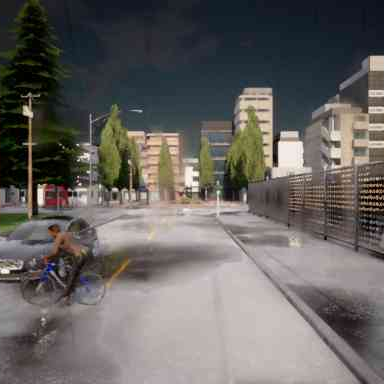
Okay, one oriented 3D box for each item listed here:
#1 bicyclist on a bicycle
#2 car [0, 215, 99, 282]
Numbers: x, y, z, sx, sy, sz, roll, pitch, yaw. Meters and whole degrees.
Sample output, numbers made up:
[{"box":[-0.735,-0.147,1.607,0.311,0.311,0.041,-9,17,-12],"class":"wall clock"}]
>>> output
[{"box":[-2.516,1.452,6.525,1.656,1.620,0.582,-1,0,0],"class":"bicyclist on a bicycle"},{"box":[-4.153,1.504,9.805,1.837,1.490,4.892,0,0,0],"class":"car"}]
